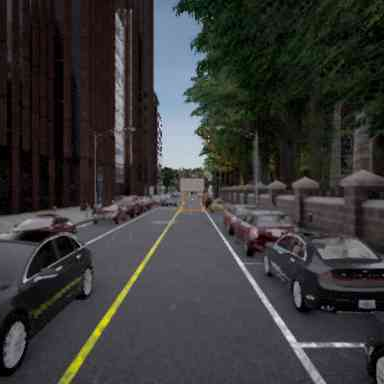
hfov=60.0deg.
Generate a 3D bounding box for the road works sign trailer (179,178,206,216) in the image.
[{"bbox_3d":[0.004,0.371,31.262,2.380,3.560,2.880,0,0,0],"label":"road works sign trailer"}]

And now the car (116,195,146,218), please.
[{"bbox_3d":[-5.759,1.227,29.257,2.192,1.841,5.009,0,0,0],"label":"car"}]

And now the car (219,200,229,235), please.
[{"bbox_3d":[2.765,1.385,18.348,1.967,1.590,4.097,0,0,0],"label":"car"}]

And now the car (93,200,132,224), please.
[{"bbox_3d":[-5.760,1.510,23.801,1.802,1.307,4.206,0,0,0],"label":"car"}]

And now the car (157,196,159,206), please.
[{"bbox_3d":[-5.757,1.296,51.085,1.967,1.590,4.097,0,0,0],"label":"car"}]

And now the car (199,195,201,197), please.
[{"bbox_3d":[2.770,1.395,62.000,1.947,1.339,4.313,0,0,0],"label":"car"}]

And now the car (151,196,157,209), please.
[{"bbox_3d":[-5.758,1.428,40.171,1.887,1.381,4.507,0,0,0],"label":"car"}]

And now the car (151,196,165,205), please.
[{"bbox_3d":[-5.756,1.393,56.542,2.008,1.369,4.403,0,0,0],"label":"car"}]

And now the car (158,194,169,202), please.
[{"bbox_3d":[-5.755,1.257,67.456,1.967,1.590,4.097,0,0,0],"label":"car"}]

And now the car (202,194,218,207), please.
[{"bbox_3d":[2.768,1.184,45.630,2.192,1.841,5.009,0,0,0],"label":"car"}]

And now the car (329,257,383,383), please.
[{"bbox_3d":[2.763,1.544,1.978,2.008,1.369,4.403,0,0,0],"label":"car"}]

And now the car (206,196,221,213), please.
[{"bbox_3d":[2.767,1.422,34.887,1.752,1.417,4.829,0,0,0],"label":"car"}]

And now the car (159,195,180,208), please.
[{"bbox_3d":[-3.071,1.433,46.188,1.994,1.385,4.181,0,0,0],"label":"car"}]

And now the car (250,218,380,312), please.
[{"bbox_3d":[2.764,1.528,7.435,2.008,1.369,4.403,0,0,0],"label":"car"}]

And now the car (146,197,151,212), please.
[{"bbox_3d":[-5.758,1.442,34.714,1.887,1.381,4.507,0,0,0],"label":"car"}]

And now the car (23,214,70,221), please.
[{"bbox_3d":[-5.761,1.543,12.886,1.802,1.307,4.206,0,0,0],"label":"car"}]

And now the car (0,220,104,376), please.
[{"bbox_3d":[-3.090,1.489,5.610,1.837,1.490,4.892,0,0,0],"label":"car"}]

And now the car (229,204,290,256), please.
[{"bbox_3d":[2.764,1.401,12.891,1.967,1.590,4.097,0,0,0],"label":"car"}]

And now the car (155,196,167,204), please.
[{"bbox_3d":[-5.755,1.374,61.999,1.887,1.381,4.507,0,0,0],"label":"car"}]
